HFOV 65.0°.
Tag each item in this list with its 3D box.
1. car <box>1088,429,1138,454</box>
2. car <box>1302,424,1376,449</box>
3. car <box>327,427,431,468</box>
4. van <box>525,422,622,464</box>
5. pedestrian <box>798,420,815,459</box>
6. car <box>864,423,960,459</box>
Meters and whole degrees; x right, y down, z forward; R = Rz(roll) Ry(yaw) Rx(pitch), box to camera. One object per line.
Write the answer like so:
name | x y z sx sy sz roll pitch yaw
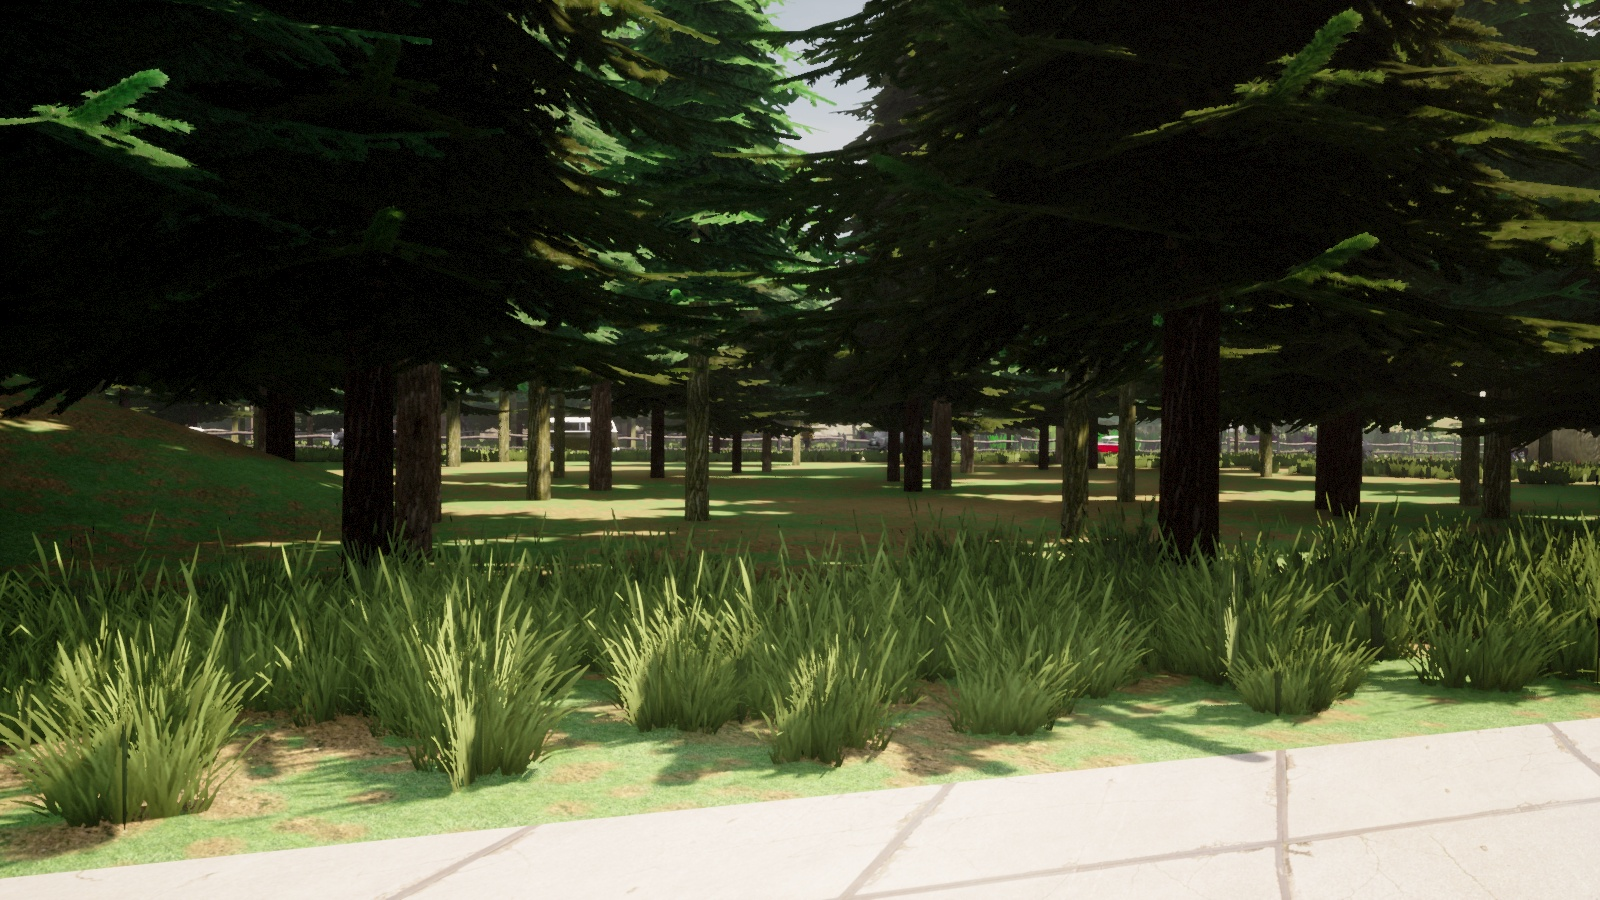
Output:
car | 17.551 -0.491 70.444 2.207 1.376 1.481 -1 1 -19
car | 34.348 -0.868 79.998 4.193 1.474 1.816 -1 1 -19
car | -20.162 -0.146 60.132 4.605 1.855 1.932 -1 1 -21
van | -11.461 -0.386 63.432 4.480 2.038 2.069 -1 1 -21
pedestrian | 0.321 -0.510 59.401 0.726 1.835 0.370 -1 1 -43
car | 5.921 -0.494 66.313 4.553 1.767 2.097 -1 1 -21
